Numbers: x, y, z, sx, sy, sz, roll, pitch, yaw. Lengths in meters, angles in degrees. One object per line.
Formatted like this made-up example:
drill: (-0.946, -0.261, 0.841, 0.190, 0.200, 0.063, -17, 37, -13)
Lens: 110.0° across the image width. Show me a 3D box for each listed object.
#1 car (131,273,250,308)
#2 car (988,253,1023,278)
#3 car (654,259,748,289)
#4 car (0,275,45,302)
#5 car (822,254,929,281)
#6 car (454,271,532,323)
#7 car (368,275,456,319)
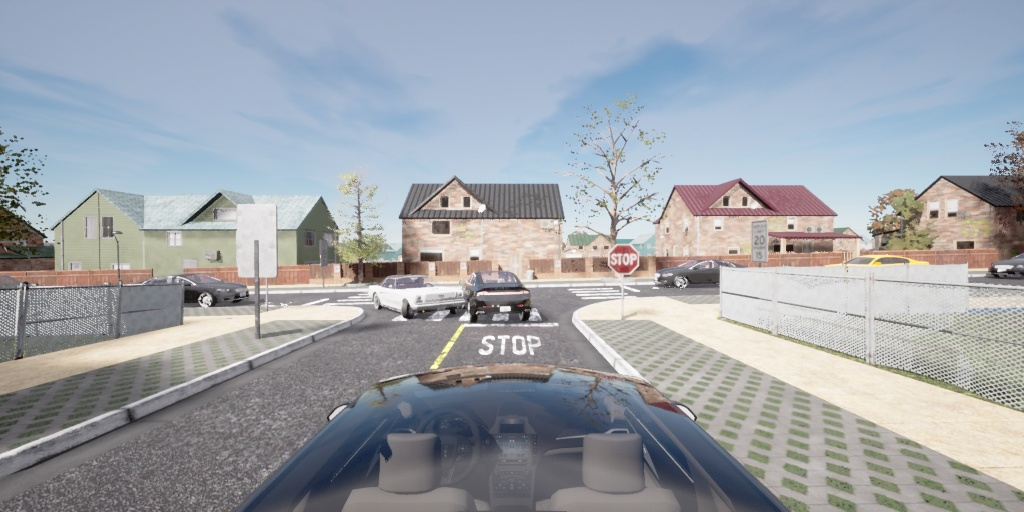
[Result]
car: (-14.906, 1.567, 16.571, 4.902, 1.511, 2.128, -1, 1, 0)
car: (29.380, 0.479, 19.707, 4.902, 1.511, 2.128, -1, 1, 0)
car: (10.326, 0.926, 19.630, 4.902, 1.511, 2.128, -1, 1, 0)
car: (-24.244, 1.648, 16.528, 4.553, 1.767, 2.097, -1, 1, 0)
car: (19.756, 0.691, 19.669, 5.008, 1.535, 1.882, -1, 1, -1)
car: (-0.690, 1.243, 12.219, 2.128, 1.511, 4.902, 0, 0, -12)
car: (-3.605, 1.368, 13.078, 1.895, 1.301, 4.718, 0, 0, -38)
